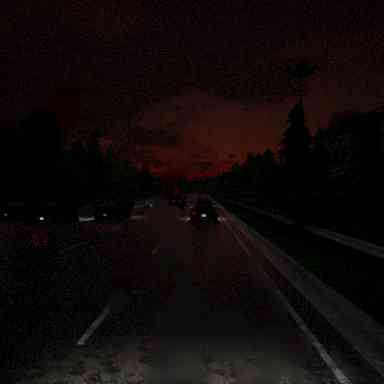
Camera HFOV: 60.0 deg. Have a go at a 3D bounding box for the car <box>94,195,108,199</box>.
[{"bbox_3d":[-12.447,1.336,46.381,2.097,1.767,4.553,0,0,3],"label":"car"}]

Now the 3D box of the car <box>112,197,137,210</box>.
[{"bbox_3d":[-9.007,1.484,44.957,2.128,1.511,4.902,0,0,2],"label":"car"}]

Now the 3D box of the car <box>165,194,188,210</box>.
[{"bbox_3d":[-2.108,1.224,42.490,2.150,2.045,5.566,0,0,2],"label":"car"}]

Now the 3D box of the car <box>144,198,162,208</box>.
[{"bbox_3d":[-5.427,1.523,46.712,1.812,1.442,4.674,0,0,3],"label":"car"}]

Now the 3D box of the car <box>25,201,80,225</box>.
[{"bbox_3d":[-9.654,1.490,23.975,1.837,1.490,4.892,0,-1,2],"label":"car"}]

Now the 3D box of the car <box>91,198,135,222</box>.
[{"bbox_3d":[-6.083,1.471,25.969,1.882,1.535,5.008,0,0,2],"label":"car"}]

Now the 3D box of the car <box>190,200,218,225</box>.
[{"bbox_3d":[0.871,1.569,24.510,1.994,1.385,4.181,0,0,2],"label":"car"}]

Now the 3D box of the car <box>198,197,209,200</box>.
[{"bbox_3d":[1.667,1.487,47.462,1.882,1.535,5.008,0,0,2],"label":"car"}]

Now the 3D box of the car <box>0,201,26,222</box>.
[{"bbox_3d":[-13.083,1.459,26.080,1.882,1.535,5.008,0,0,2],"label":"car"}]

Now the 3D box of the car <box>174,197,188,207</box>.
[{"bbox_3d":[-1.748,1.509,52.874,1.837,1.490,4.892,0,0,2],"label":"car"}]
